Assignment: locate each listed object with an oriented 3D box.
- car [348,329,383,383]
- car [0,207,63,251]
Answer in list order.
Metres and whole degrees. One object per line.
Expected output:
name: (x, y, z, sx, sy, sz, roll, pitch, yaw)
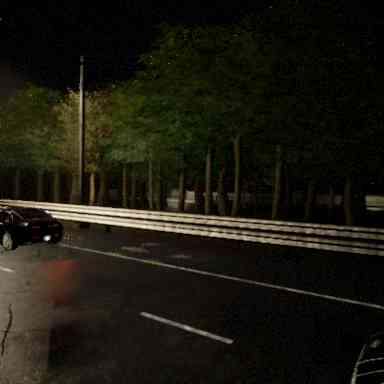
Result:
car: (3.240, 1.369, 1.672, 4.553, 1.767, 2.097, 1, 0, 36)
car: (-7.217, 1.385, 13.486, 4.892, 1.490, 1.837, 1, 1, 36)
